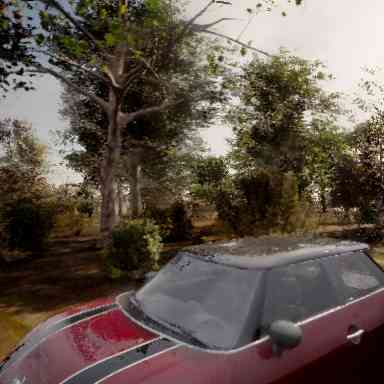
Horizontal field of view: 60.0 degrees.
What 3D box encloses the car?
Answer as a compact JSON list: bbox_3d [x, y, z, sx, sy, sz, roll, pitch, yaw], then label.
[{"bbox_3d":[0.457,1.359,3.502,4.553,1.767,2.097,0,0,-36],"label":"car"}]
